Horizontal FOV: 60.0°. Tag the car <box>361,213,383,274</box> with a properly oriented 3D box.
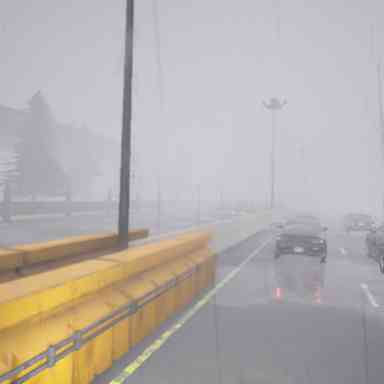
[{"bbox_3d":[7.459,1.712,11.553,2.097,1.767,4.553,1,-1,20],"label":"car"}]

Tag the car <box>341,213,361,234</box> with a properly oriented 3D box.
[{"bbox_3d":[11.819,2.188,23.727,2.033,1.411,5.357,1,-1,20],"label":"car"}]

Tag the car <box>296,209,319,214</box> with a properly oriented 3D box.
[{"bbox_3d":[9.517,2.152,27.590,1.812,1.442,4.674,1,-1,20],"label":"car"}]

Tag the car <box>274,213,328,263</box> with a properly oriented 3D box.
[{"bbox_3d":[4.434,1.826,13.479,1.812,1.442,4.674,1,-1,20],"label":"car"}]
